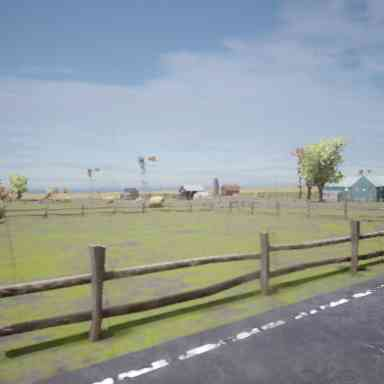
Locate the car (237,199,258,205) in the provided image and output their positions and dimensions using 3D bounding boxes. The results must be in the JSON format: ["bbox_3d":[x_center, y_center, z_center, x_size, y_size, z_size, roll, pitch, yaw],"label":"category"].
[{"bbox_3d":[12.545,2.291,76.189,2.033,1.411,5.357,-1,0,-36],"label":"car"}]
